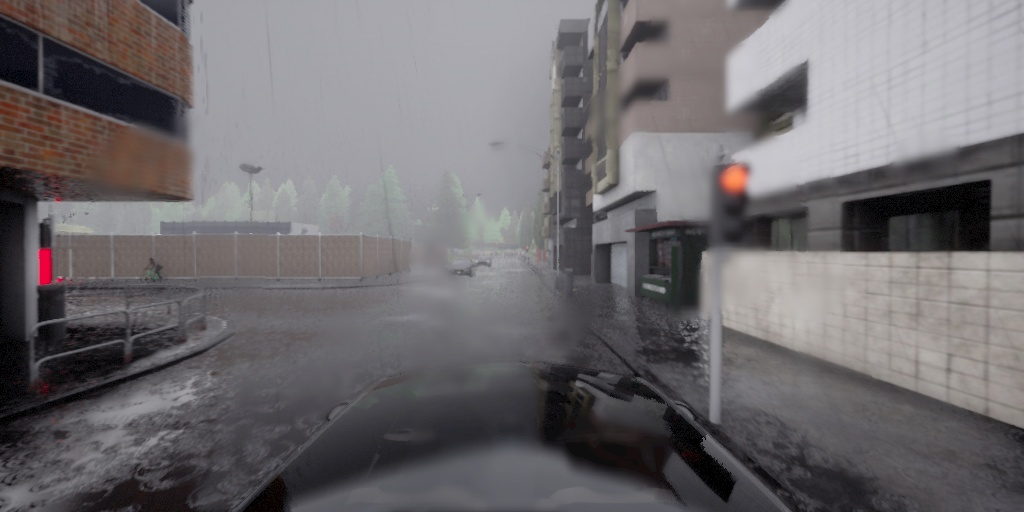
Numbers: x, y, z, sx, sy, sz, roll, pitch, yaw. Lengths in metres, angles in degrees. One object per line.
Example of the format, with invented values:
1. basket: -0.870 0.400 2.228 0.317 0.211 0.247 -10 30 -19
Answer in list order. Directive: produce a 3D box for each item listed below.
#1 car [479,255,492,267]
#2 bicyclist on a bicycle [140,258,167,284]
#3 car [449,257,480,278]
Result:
1. car: -4.061 0.678 51.836 2.097 1.767 4.553 0 1 0
2. bicyclist on a bicycle: -22.185 0.928 22.208 0.582 1.620 1.656 0 1 0
3. car: -4.110 1.013 30.287 1.837 1.490 4.892 0 1 0
